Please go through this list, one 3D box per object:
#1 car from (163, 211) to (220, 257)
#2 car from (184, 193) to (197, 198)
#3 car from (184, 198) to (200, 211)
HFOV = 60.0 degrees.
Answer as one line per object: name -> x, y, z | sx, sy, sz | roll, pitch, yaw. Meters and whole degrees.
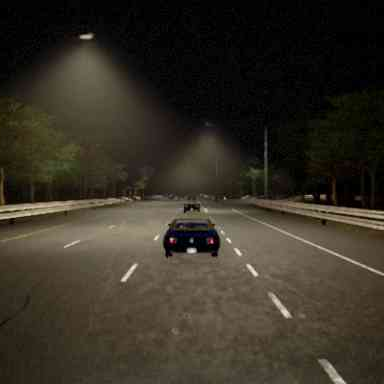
car -> -0.008, 1.626, 13.060 | 1.895, 1.301, 4.718 | 0, 0, 0
car -> -0.041, 1.482, 69.200 | 2.097, 1.767, 4.553 | 0, 0, 0
car -> -0.024, 1.676, 40.048 | 1.895, 1.301, 4.718 | 0, 0, 0
